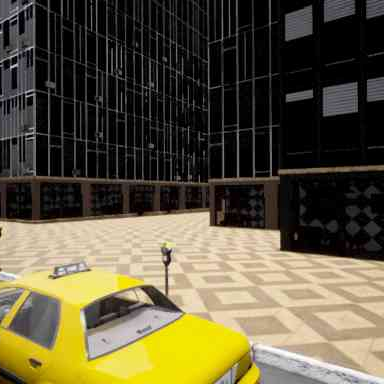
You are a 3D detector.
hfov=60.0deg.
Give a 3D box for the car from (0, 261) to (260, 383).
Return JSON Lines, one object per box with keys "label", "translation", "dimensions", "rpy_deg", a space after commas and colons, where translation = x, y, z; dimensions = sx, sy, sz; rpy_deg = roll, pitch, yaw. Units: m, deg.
{"label": "car", "translation": [-1.637, 1.526, 4.033], "dimensions": [4.829, 1.417, 1.752], "rpy_deg": [0, 0, 35]}
